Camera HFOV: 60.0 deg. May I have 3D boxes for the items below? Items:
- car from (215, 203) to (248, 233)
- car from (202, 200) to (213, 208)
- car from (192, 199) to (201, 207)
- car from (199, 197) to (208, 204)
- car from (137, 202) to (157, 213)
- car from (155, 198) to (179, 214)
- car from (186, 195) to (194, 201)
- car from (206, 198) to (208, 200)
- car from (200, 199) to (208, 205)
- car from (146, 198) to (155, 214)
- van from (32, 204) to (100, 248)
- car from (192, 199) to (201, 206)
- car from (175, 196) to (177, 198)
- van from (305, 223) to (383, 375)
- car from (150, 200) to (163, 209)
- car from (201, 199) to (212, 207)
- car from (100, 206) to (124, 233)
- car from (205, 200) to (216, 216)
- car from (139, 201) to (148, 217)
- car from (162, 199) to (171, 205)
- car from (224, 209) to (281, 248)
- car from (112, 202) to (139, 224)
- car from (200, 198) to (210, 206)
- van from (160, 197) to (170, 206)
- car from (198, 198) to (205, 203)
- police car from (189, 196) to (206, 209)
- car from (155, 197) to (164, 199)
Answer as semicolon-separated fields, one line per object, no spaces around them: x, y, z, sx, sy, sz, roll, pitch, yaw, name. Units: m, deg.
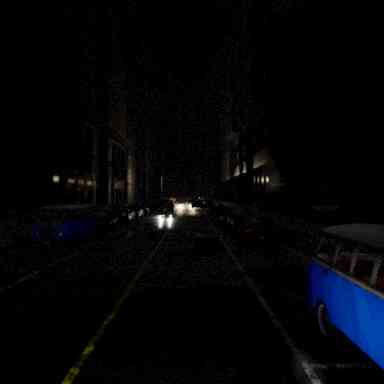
2.765;1.632;20.871;1.967;1.590;4.097;0;-1;0;car
2.762;2.119;60.083;1.947;1.339;4.313;0;-1;0;car
0.837;2.099;64.333;1.837;1.490;4.892;0;-1;0;car
2.761;2.085;82.493;2.192;1.841;5.009;0;-1;0;car
-5.762;1.963;43.265;1.947;1.339;4.313;0;-1;0;car
-3.093;1.868;40.933;2.128;1.511;4.902;0;-1;0;car
-0.005;2.209;89.113;1.837;1.490;4.892;0;-1;0;car
2.762;2.067;54.482;1.947;1.339;4.313;0;-1;0;car
2.761;2.297;76.888;1.802;1.307;4.206;0;-1;0;car
-5.761;1.785;37.665;1.967;1.590;4.097;0;-1;0;car
-5.760;1.482;15.260;1.690;1.788;3.998;0;-1;0;van
0.896;2.177;70.332;1.812;1.442;4.674;0;-1;0;car
-5.765;2.265;88.079;1.967;1.590;4.097;0;-1;0;car
2.766;1.380;4.066;1.690;1.788;3.998;0;-1;0;van
-5.763;2.082;54.468;1.802;1.307;4.206;0;-1;0;car
2.761;2.157;65.685;2.008;1.369;4.403;0;-1;0;car
-5.761;1.774;20.859;1.802;1.307;4.206;0;-1;0;car
2.764;1.890;37.676;1.887;1.381;4.507;0;-1;0;car
-5.762;1.860;32.063;1.947;1.339;4.313;0;-1;0;car
-5.764;2.238;76.704;1.752;1.417;4.829;0;-1;0;car
2.765;1.685;15.269;1.887;1.381;4.507;0;-1;0;car
-5.761;1.683;26.462;1.967;1.590;4.097;0;-1;0;car
2.761;2.101;71.288;1.967;1.590;4.097;0;-1;0;car
-5.763;2.001;71.274;1.690;1.788;3.998;0;-1;0;van
2.760;2.407;93.864;1.752;1.417;4.829;0;-1;0;car
0.856;1.926;54.440;1.930;1.638;5.238;0;-1;0;police car
-5.762;1.763;48.869;2.192;1.841;5.009;0;-1;0;car
